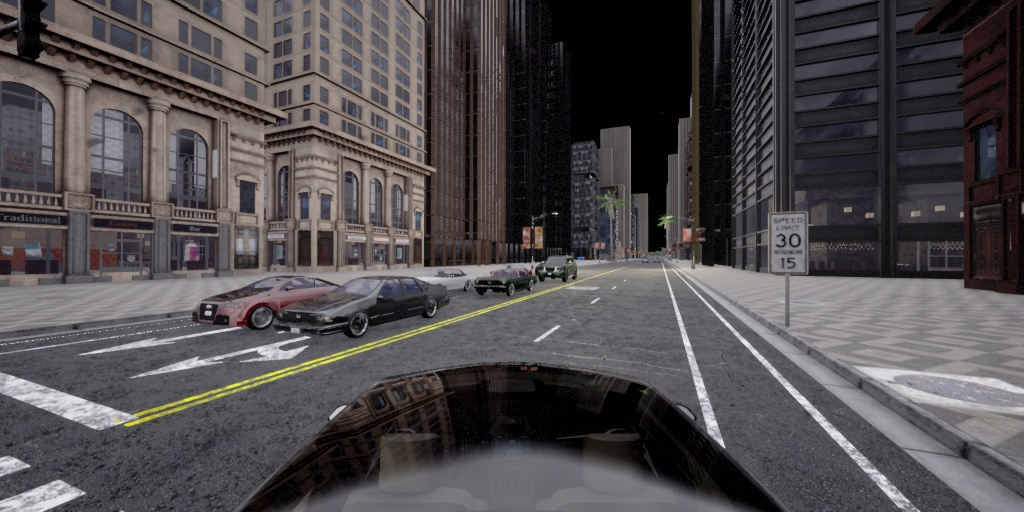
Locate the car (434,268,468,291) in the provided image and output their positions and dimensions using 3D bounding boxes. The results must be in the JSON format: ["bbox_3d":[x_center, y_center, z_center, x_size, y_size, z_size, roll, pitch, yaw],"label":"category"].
[{"bbox_3d":[-3.823,1.356,19.303,1.895,1.301,4.718,0,0,23],"label":"car"}]

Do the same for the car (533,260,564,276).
[{"bbox_3d":[3.930,1.250,37.921,1.882,1.535,5.008,0,0,23],"label":"car"}]

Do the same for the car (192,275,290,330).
[{"bbox_3d":[-7.170,1.316,11.206,1.994,1.385,4.181,0,0,23],"label":"car"}]

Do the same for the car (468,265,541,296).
[{"bbox_3d":[-0.238,1.357,19.461,1.895,1.301,4.718,0,0,23],"label":"car"}]

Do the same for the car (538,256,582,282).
[{"bbox_3d":[3.858,0.986,29.342,2.150,2.045,5.566,0,0,22],"label":"car"}]

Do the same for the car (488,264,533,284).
[{"bbox_3d":[-0.010,1.363,28.506,1.895,1.301,4.718,0,0,23],"label":"car"}]

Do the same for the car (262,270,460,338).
[{"bbox_3d":[-3.907,1.299,10.601,2.033,1.411,5.357,0,0,22],"label":"car"}]
